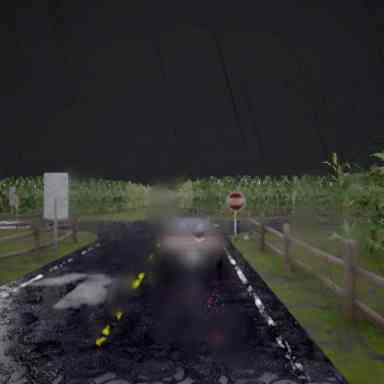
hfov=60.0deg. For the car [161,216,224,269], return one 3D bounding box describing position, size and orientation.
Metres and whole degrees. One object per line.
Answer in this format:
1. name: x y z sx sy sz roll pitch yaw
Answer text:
1. car: -0.002 1.560 11.470 2.128 1.511 4.902 0 -1 -1
